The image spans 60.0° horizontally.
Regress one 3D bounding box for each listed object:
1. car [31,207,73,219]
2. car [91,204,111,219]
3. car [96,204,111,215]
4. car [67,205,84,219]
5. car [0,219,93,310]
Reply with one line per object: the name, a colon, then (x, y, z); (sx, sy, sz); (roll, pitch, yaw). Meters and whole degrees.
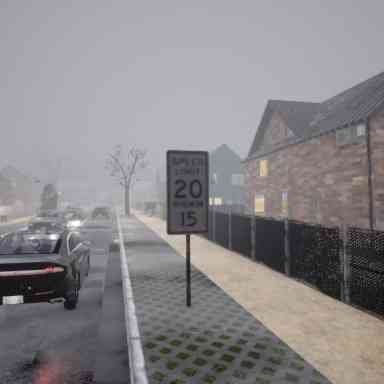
car: (-10.012, 2.010, 23.503); (2.033, 1.411, 5.357); (0, -1, -12)
car: (-10.315, 2.260, 37.739); (1.837, 1.490, 4.892); (0, -1, -13)
car: (-12.663, 2.457, 47.760); (1.882, 1.535, 5.008); (0, -1, -13)
car: (-12.870, 2.222, 36.124); (2.128, 1.511, 4.902); (0, -1, -12)
car: (-3.509, 1.626, 7.893); (2.128, 1.511, 4.902); (0, -1, -13)
